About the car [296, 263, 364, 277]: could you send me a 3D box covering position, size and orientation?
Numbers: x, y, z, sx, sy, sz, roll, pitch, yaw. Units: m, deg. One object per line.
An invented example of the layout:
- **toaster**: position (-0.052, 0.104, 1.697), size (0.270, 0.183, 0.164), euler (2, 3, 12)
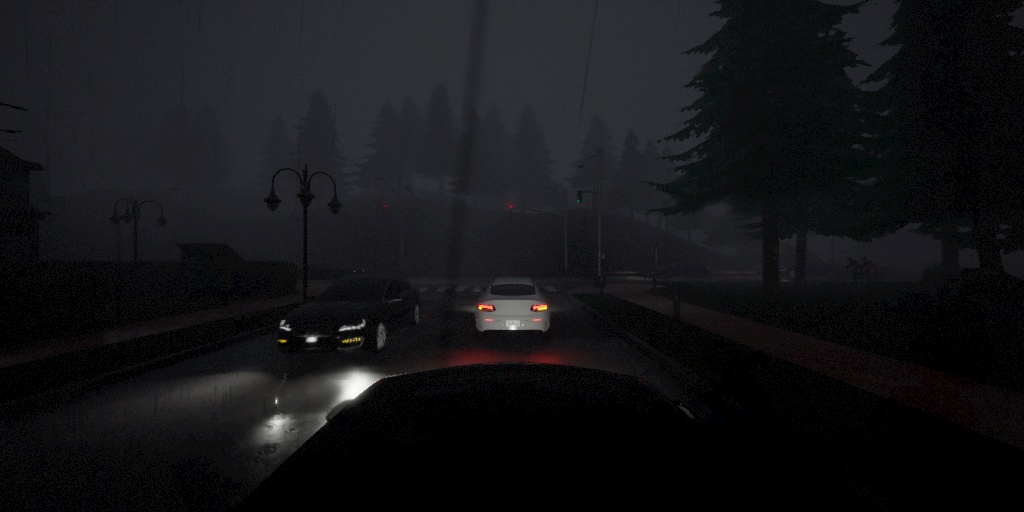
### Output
- **car**: position (-13.199, 1.189, 25.970), size (4.718, 1.301, 1.895), euler (0, 0, 1)

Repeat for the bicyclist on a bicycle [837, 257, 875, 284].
- **bicyclist on a bicycle**: position (21.127, 0.891, 22.240), size (0.582, 1.620, 1.656), euler (0, 0, -16)

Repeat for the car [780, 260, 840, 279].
- **car**: position (24.376, 1.065, 29.928), size (5.008, 1.535, 1.882), euler (0, 0, 0)

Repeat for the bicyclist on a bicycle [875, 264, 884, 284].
- **bicyclist on a bicycle**: position (21.774, 0.892, 21.981), size (0.582, 1.620, 1.656), euler (0, 0, -14)

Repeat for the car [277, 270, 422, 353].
- **car**: position (-3.607, 1.255, 8.889), size (1.837, 1.490, 4.892), euler (0, 0, 0)

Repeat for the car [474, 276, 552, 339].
- **car**: position (0.020, 1.276, 9.955), size (1.812, 1.442, 4.674), euler (0, 0, 0)

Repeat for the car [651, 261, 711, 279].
- **car**: position (14.055, 1.113, 29.889), size (4.674, 1.442, 1.812), euler (0, 0, -1)
